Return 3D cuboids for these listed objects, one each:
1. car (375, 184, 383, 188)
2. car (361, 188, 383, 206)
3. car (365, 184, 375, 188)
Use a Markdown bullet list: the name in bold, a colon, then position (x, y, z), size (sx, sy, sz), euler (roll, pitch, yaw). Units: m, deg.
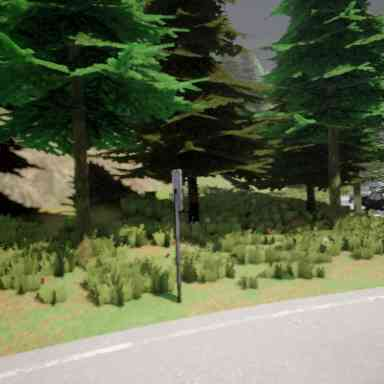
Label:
- **car**: position (22.504, -0.420, 40.890), size (2.097, 1.767, 4.553), euler (-1, 2, 41)
- **car**: position (13.595, 0.682, 23.154), size (2.033, 1.411, 5.357), euler (-2, 2, 7)
- **car**: position (16.525, 0.226, 32.566), size (1.837, 1.490, 4.892), euler (-1, 2, 29)
